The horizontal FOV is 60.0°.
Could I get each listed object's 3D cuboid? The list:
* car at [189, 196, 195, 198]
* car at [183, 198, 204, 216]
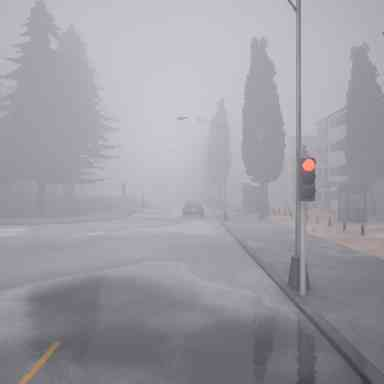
[{"bbox_3d":[0.012,1.668,73.090,1.882,1.535,5.008,0,0,0],"label":"car"},{"bbox_3d":[0.109,1.564,32.092,1.994,1.385,4.181,0,0,0],"label":"car"}]
